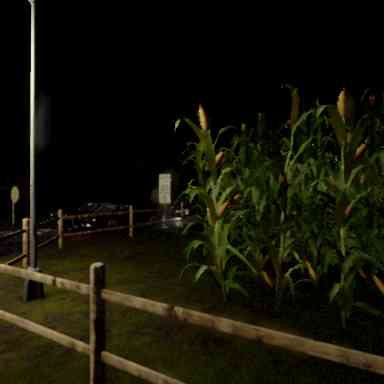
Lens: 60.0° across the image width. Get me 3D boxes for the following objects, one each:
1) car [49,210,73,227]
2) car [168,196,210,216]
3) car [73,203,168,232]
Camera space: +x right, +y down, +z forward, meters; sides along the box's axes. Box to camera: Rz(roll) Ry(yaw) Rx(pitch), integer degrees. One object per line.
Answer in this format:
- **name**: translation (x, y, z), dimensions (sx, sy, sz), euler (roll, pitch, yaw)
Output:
- **car**: translation (-6.103, 1.359, 20.217), dimensions (1.895, 1.301, 4.718), euler (0, 1, 39)
- **car**: translation (-0.223, 1.117, 27.587), dimensions (1.837, 1.490, 4.892), euler (0, 1, 39)
- **car**: translation (-3.852, 1.370, 18.639), dimensions (1.895, 1.301, 4.718), euler (0, 1, 40)
